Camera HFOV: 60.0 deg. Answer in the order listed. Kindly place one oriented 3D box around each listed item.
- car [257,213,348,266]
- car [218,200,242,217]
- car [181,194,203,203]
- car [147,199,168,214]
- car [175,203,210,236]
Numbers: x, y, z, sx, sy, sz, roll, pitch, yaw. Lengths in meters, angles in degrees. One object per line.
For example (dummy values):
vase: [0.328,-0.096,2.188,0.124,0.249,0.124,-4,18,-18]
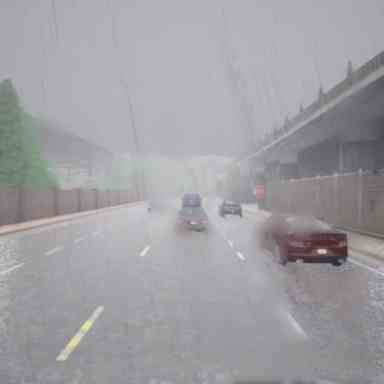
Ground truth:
car: [3.564,1.480,11.608,1.882,1.535,5.008,0,0,0]
car: [3.495,1.502,31.038,2.128,1.511,4.902,0,0,0]
car: [-0.021,1.234,36.573,2.150,2.045,5.566,0,0,0]
car: [-3.653,1.541,36.157,1.812,1.442,4.674,0,0,0]
car: [0.033,1.555,18.623,2.033,1.411,5.357,0,0,0]
